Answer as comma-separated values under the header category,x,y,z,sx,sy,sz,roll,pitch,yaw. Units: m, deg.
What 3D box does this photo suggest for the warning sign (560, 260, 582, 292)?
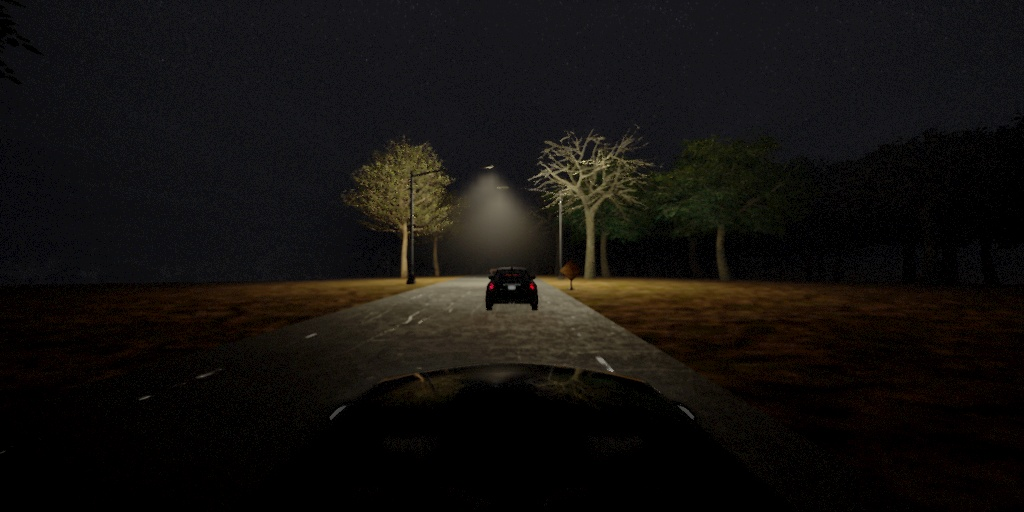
category,x,y,z,sx,sy,sz,roll,pitch,yaw
warning sign,3.548,1.137,21.240,1.300,1.860,1.060,0,0,0

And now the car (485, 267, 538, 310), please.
category,x,y,z,sx,sy,sz,roll,pitch,yaw
car,0.000,1.281,15.948,2.097,1.767,4.553,0,-1,0
